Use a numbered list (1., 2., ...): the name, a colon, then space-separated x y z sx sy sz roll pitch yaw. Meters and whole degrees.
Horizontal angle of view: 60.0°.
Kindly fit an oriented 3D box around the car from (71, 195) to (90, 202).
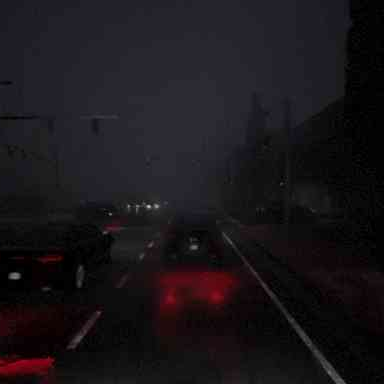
1. car: -24.966 1.483 74.538 3.806 1.475 1.970 0 0 0

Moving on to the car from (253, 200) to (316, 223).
1. car: 7.056 1.382 25.302 4.553 1.767 2.097 0 0 -10

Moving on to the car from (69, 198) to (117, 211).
1. car: -8.299 1.539 28.429 4.892 1.490 1.837 0 -2 44

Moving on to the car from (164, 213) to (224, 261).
1. car: 0.061 1.493 12.325 1.882 1.535 5.008 0 0 0

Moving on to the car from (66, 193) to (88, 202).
1. car: -24.977 1.241 71.643 3.866 1.878 1.905 0 0 0

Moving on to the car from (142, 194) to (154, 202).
1. car: -10.017 1.443 76.571 2.097 1.767 4.553 0 0 1

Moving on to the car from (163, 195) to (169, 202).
1. car: -6.517 1.443 76.516 2.097 1.767 4.553 0 0 1

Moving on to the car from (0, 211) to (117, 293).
1. car: -3.447 1.489 8.961 1.882 1.535 5.008 0 0 0

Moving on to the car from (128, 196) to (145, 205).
1. car: -10.451 1.576 61.003 1.837 1.490 4.892 0 0 2

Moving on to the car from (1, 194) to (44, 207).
1. car: -24.996 1.211 49.125 4.605 1.855 1.932 0 0 0

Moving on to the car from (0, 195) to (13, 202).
1. car: -42.433 1.452 74.520 3.905 1.438 1.784 0 0 0

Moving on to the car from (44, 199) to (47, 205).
1. car: -24.942 1.218 52.019 3.866 1.878 1.905 0 0 0

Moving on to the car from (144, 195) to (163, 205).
1. car: -6.946 1.673 60.929 1.895 1.301 4.718 0 0 2
